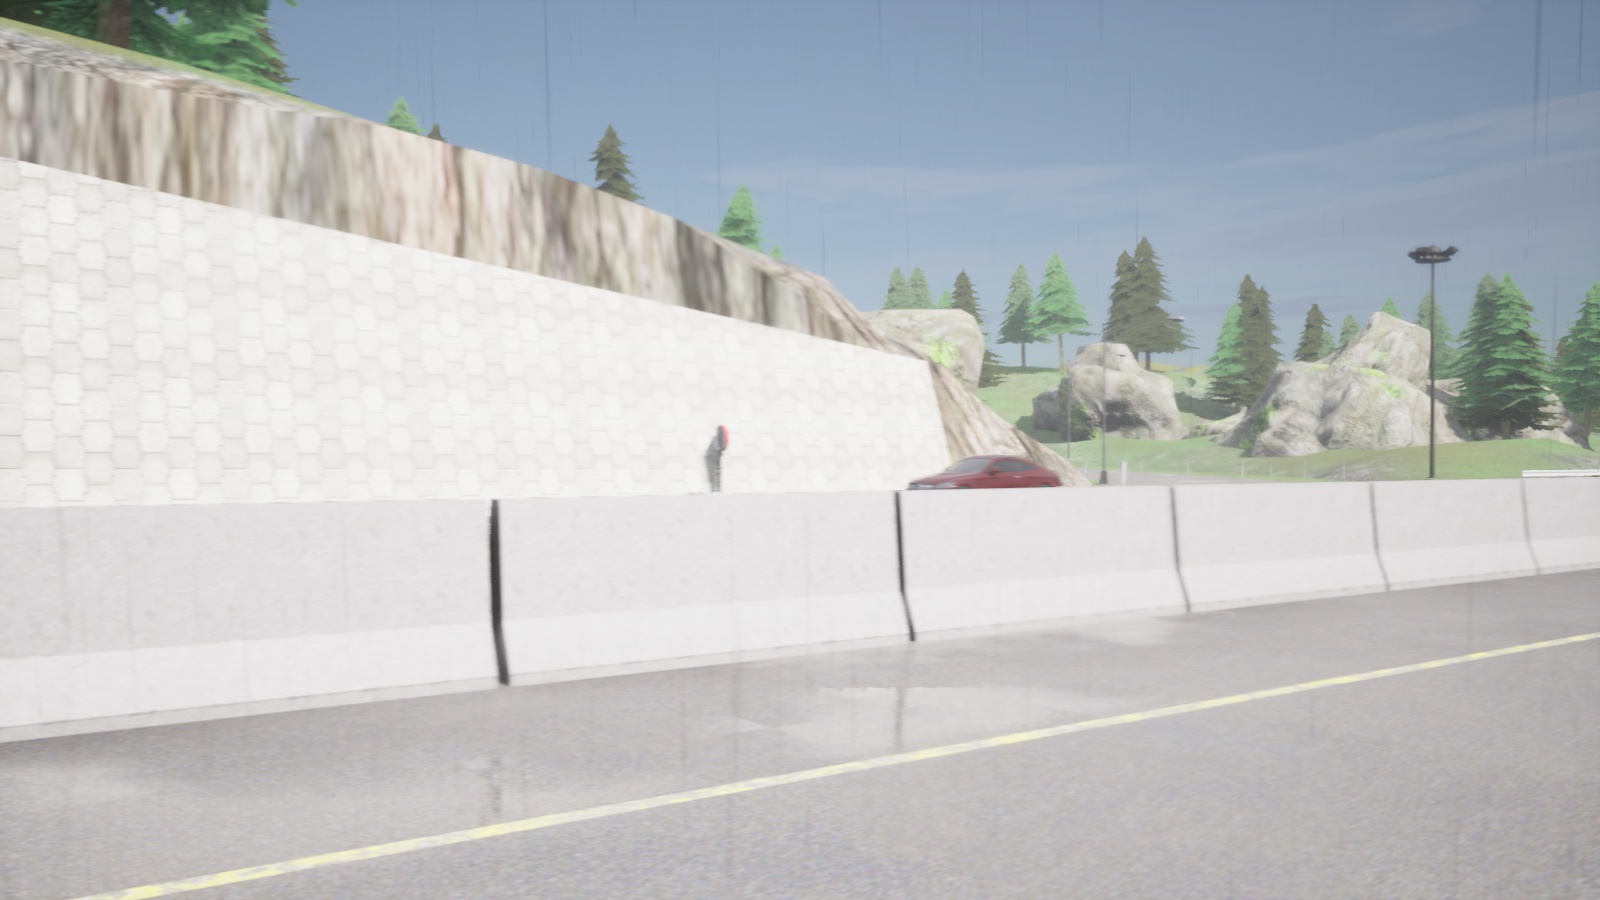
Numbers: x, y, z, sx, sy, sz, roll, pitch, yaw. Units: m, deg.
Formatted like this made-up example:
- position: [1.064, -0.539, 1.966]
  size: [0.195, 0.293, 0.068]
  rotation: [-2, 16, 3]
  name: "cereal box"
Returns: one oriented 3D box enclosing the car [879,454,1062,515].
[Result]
- position: [4.441, 0.842, 32.336]
  size: [4.674, 1.442, 1.812]
  rotation: [0, 0, -35]
  name: "car"
